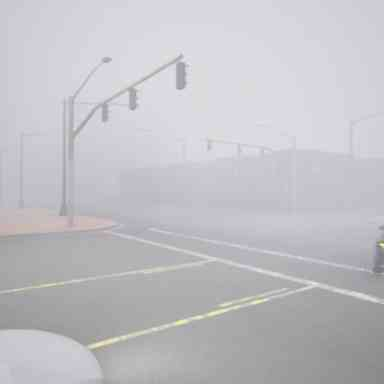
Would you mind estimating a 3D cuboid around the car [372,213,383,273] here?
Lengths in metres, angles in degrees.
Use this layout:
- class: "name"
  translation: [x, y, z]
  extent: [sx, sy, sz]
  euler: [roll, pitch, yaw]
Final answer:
- class: "car"
  translation: [6.760, 1.537, 10.016]
  extent: [1.837, 1.490, 4.892]
  euler: [2, 1, 37]

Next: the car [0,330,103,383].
- class: "car"
  translation: [-2.799, 1.522, 1.747]
  extent: [4.674, 1.442, 1.812]
  euler: [0, 0, -36]
